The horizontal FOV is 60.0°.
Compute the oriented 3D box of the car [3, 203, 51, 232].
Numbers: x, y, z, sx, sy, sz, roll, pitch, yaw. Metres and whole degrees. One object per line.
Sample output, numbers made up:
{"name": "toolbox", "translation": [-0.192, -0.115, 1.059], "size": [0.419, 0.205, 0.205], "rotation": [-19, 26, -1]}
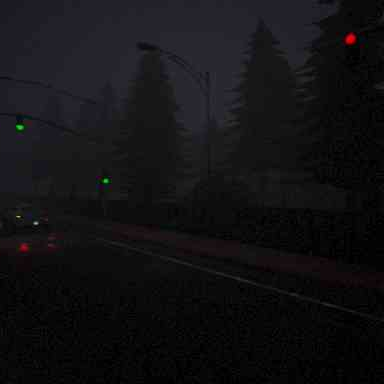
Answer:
{"name": "car", "translation": [-9.517, 1.374, 19.082], "size": [1.812, 1.442, 4.674], "rotation": [-1, 1, -38]}
